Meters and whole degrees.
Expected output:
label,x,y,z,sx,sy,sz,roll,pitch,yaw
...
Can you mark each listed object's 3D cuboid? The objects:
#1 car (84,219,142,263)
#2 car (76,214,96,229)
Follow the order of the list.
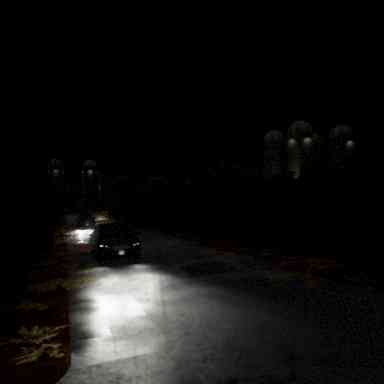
label,x,y,z,sx,sy,sz,roll,pitch,yaw
car,-3.604,2.209,15.260,2.128,1.511,4.902,0,-2,-21
car,-11.714,3.188,36.792,2.128,1.511,4.902,0,-2,-20
